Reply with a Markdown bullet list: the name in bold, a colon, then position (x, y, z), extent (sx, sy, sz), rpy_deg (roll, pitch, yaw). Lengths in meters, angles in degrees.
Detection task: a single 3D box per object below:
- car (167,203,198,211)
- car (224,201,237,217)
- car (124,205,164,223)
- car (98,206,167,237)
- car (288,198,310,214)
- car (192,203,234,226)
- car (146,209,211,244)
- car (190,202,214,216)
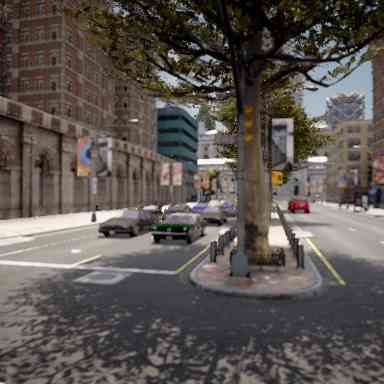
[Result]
- **car**: position (-1.157, 1.827, 29.322), extent (1.837, 1.490, 4.892), rpy_deg (0, -1, 14)
- **car**: position (4.168, 1.788, 36.350), extent (2.097, 1.767, 4.553), rpy_deg (0, -1, 14)
- **car**: position (-4.211, 1.906, 30.099), extent (1.895, 1.301, 4.718), rpy_deg (0, -1, 14)
- **car**: position (-3.491, 1.748, 19.767), extent (2.033, 1.411, 5.357), rpy_deg (0, -1, 14)
- **car**: position (14.580, 1.821, 44.878), extent (2.150, 2.045, 5.566), rpy_deg (0, -1, 14)
- **car**: position (1.785, 1.859, 26.623), extent (2.033, 1.411, 5.357), rpy_deg (0, -1, 14)
- **car**: position (-0.503, 1.792, 17.246), extent (1.895, 1.301, 4.718), rpy_deg (0, -1, 14)
- **car**: position (1.243, 1.974, 39.103), extent (1.812, 1.442, 4.674), rpy_deg (0, -1, 14)
